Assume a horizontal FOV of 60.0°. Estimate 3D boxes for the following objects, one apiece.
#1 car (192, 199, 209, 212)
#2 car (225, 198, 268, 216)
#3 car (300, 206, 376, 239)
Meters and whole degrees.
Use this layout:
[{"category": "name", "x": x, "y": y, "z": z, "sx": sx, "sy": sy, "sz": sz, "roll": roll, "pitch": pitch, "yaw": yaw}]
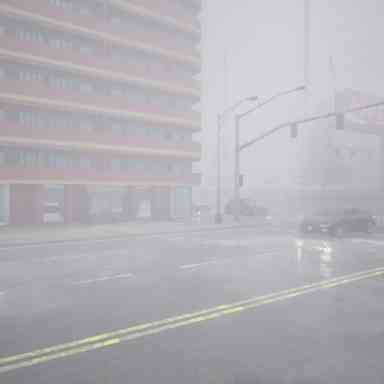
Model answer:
[{"category": "car", "x": 0.261, "y": 1.526, "z": 39.812, "sx": 1.812, "sy": 1.442, "sz": 4.674, "roll": 0, "pitch": 0, "yaw": -34}, {"category": "car", "x": 5.240, "y": 1.352, "z": 32.389, "sx": 2.097, "sy": 1.767, "sz": 4.553, "roll": 0, "pitch": 0, "yaw": -34}, {"category": "car", "x": 7.750, "y": 1.504, "z": 17.519, "sx": 4.892, "sy": 1.490, "sz": 1.837, "roll": 0, "pitch": 0, "yaw": -34}]
